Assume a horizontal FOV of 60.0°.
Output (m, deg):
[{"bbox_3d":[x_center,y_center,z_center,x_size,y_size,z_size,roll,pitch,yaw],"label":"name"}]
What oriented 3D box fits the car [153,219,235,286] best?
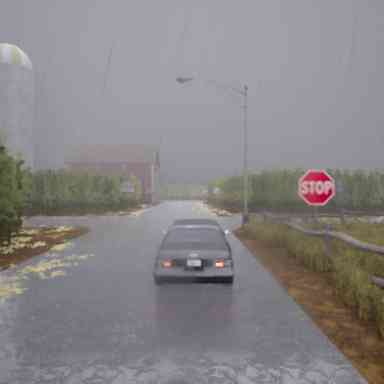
[{"bbox_3d":[0.099,1.447,9.205,2.033,1.411,5.357,0,1,1],"label":"car"}]
